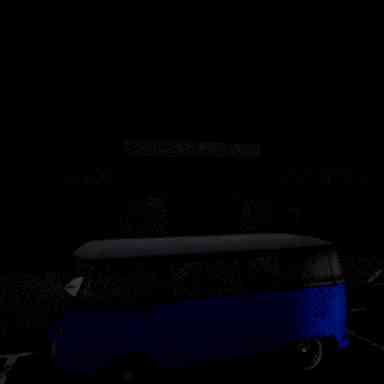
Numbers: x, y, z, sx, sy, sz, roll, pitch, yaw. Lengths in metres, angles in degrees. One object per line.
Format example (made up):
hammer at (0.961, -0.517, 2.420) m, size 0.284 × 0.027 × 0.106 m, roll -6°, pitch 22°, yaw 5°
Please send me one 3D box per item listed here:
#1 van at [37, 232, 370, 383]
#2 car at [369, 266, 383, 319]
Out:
van at (0.154, 1.511, 4.646) m, size 3.998 × 1.788 × 1.690 m, roll 0°, pitch -2°, yaw -17°
car at (5.333, 1.585, 6.220) m, size 4.097 × 1.590 × 1.967 m, roll 0°, pitch -2°, yaw -17°
